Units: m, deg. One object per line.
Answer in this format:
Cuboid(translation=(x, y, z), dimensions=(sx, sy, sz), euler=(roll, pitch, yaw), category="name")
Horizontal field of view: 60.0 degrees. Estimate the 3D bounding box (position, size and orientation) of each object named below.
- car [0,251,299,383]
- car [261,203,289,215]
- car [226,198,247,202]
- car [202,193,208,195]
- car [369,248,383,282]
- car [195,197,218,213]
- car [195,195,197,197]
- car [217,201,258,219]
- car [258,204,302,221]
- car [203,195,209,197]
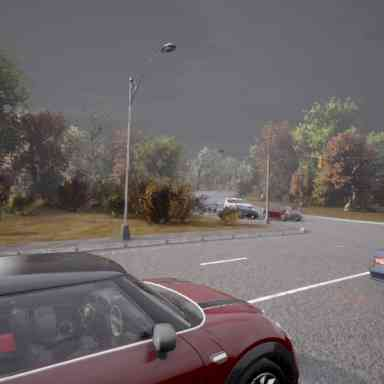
Cuboid(translation=(-1.121, 1.354, 2.946), dimensions=(4.553, 1.767, 2.097), euler=(0, 0, -36), category="car")
Cuboid(translation=(12.086, 2.475, 48.916), dimensions=(1.994, 1.385, 4.181), euler=(3, 1, -19), category="car")
Cuboid(translation=(6.175, 1.881, 44.070), dimensions=(2.150, 2.045, 5.566), euler=(3, 0, -19), category="car")
Cuboid(translation=(3.015, 1.063, 78.433), dimensions=(2.128, 1.511, 4.902), euler=(2, 2, -1), category="car")
Cuboid(translation=(6.634, 1.666, 8.499), dimensions=(5.357, 1.411, 2.033), euler=(2, -1, -36), category="car")
Cuboid(translation=(1.914, 1.955, 45.764), dimensions=(1.837, 1.490, 4.892), euler=(3, 1, -17), category="car")
Cuboid(translation=(0.244, 1.343, 69.452), dimensions=(1.895, 1.301, 4.718), euler=(2, 2, -8), category="car")
Cuboid(translation=(5.233, 2.138, 36.609), dimensions=(2.033, 1.411, 5.357), euler=(3, -1, -23), category="car")
Cuboid(translation=(9.605, 2.113, 35.467), dimensions=(2.097, 1.767, 4.553), euler=(3, -1, -24), category="car")
Cuboid(translation=(2.922, 1.820, 55.061), dimensions=(1.882, 1.535, 5.008), euler=(2, 1, -14), category="car")
